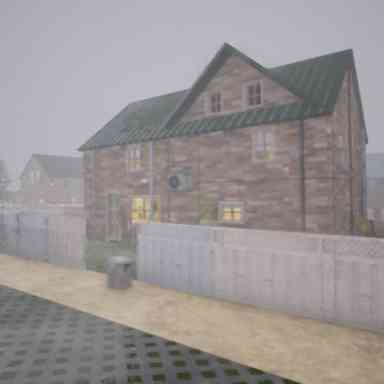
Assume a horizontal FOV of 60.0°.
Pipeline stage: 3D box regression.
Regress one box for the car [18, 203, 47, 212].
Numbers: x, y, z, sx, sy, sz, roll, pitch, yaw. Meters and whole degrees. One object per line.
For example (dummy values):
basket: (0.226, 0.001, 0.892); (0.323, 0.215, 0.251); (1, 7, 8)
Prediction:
car: (-13.846, 1.798, 27.605); (2.097, 1.767, 4.553); (-1, -2, 36)
